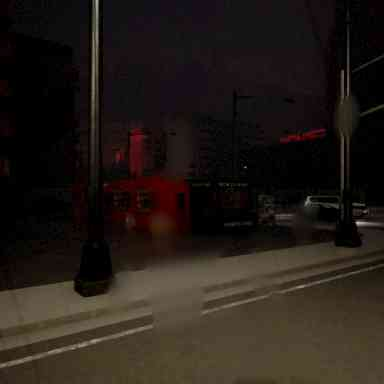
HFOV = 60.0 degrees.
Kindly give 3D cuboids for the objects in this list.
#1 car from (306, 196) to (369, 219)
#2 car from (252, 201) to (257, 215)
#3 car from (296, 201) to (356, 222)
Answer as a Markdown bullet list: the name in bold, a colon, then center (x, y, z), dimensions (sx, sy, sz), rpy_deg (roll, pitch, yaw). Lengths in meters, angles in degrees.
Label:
- **car**: center (12.797, 1.339, 29.946), dimensions (2.150, 2.045, 5.566), rpy_deg (0, -1, -36)
- **car**: center (5.396, 1.685, 34.197), dimensions (1.882, 1.535, 5.008), rpy_deg (0, -1, -36)
- **car**: center (10.578, 1.667, 27.037), dimensions (1.994, 1.385, 4.181), rpy_deg (0, -1, -36)
